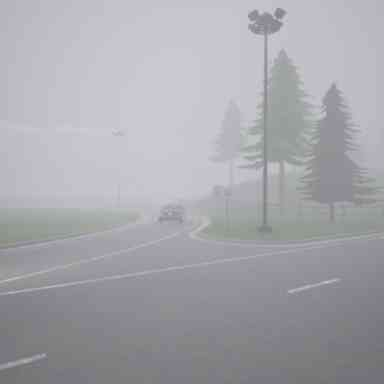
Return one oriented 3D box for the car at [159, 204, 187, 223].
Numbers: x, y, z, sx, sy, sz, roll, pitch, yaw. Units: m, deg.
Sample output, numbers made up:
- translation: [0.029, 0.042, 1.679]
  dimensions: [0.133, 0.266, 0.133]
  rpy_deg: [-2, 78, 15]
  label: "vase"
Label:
- translation: [-1.460, 1.646, 26.306]
  dimensions: [2.033, 1.411, 5.357]
  rpy_deg: [0, 0, 2]
  label: "car"
